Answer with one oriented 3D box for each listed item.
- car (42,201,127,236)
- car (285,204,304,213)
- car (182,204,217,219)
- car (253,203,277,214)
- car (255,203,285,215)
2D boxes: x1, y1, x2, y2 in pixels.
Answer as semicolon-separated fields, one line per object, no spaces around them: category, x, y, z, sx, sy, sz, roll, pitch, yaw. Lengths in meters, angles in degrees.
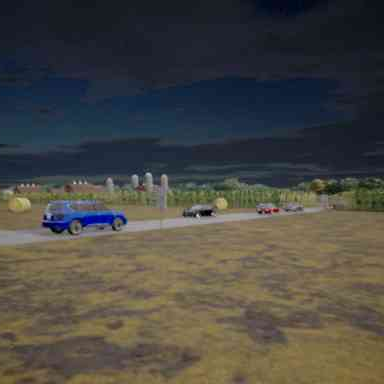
car;-6.778;1.587;21.518;2.150;2.045;5.566;0;-1;36
car;16.565;2.584;54.205;2.033;1.411;5.357;0;-1;36
car;0.862;2.137;37.115;1.882;1.535;5.008;0;-1;36
car;11.419;2.518;51.732;1.837;1.490;4.892;0;-1;36
car;10.751;2.474;45.984;1.895;1.301;4.718;0;-1;36
